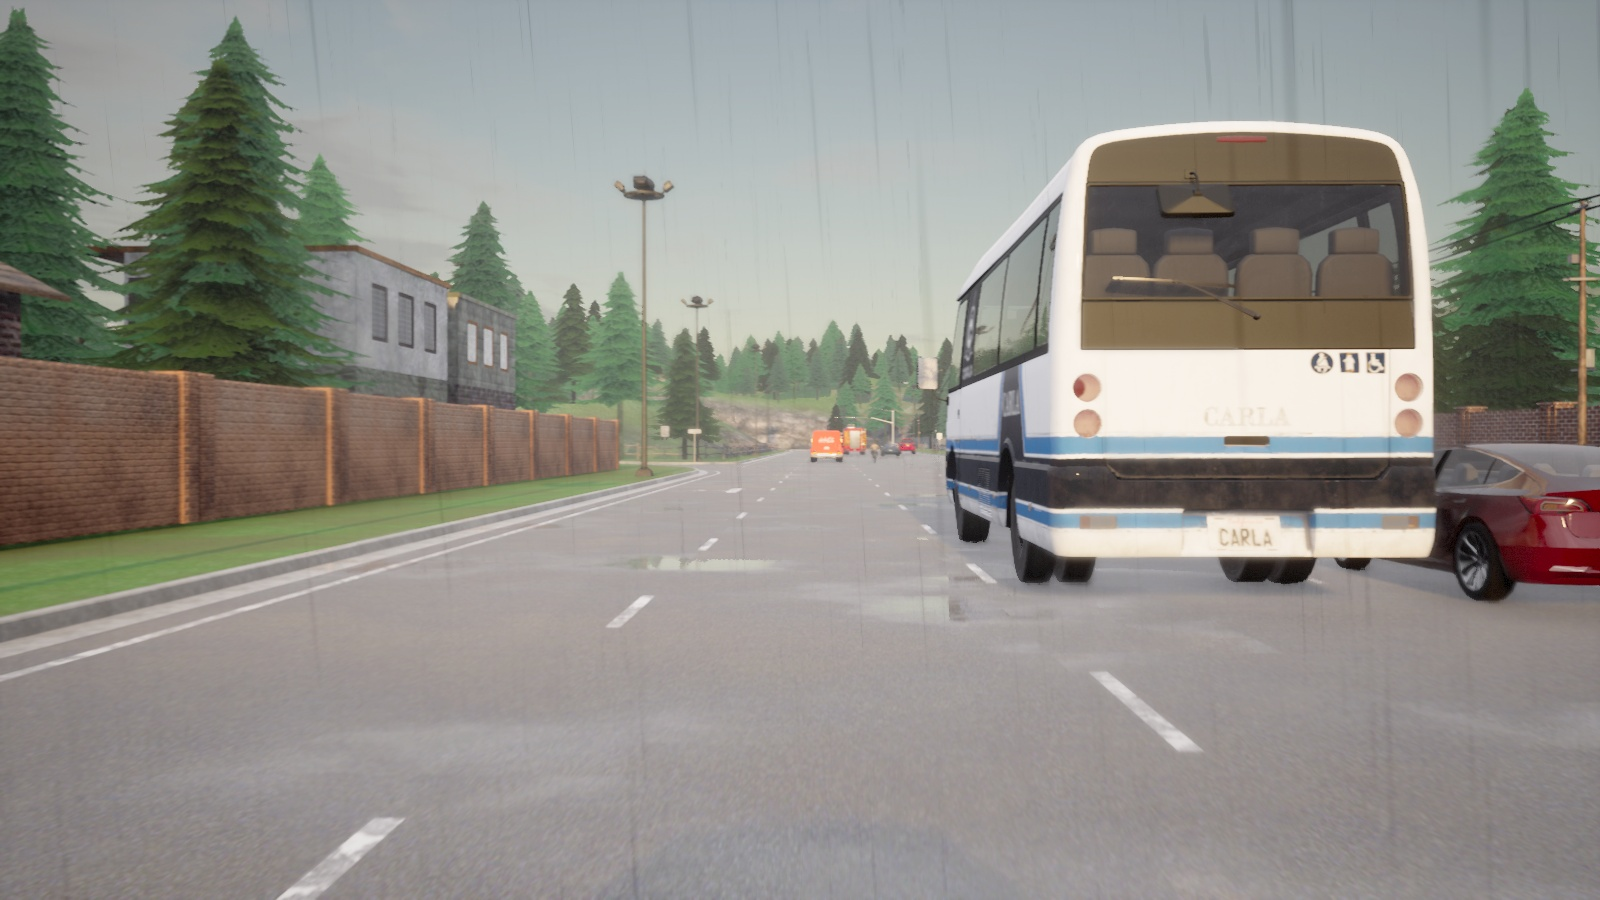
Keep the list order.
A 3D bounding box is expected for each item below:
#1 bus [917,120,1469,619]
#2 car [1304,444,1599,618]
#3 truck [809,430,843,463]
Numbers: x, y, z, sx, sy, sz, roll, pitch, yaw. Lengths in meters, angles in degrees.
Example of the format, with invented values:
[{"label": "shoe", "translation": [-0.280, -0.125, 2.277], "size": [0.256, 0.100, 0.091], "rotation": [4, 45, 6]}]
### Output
[{"label": "bus", "translation": [3.841, -0.716, 15.898], "size": [3.944, 4.253, 10.273], "rotation": [0, 0, 1]}, {"label": "car", "translation": [7.284, 0.679, 13.139], "size": [2.163, 1.488, 4.792], "rotation": [0, 0, 1]}, {"label": "truck", "translation": [2.035, -0.289, 98.599], "size": [2.627, 2.467, 5.204], "rotation": [0, 1, 1]}]
